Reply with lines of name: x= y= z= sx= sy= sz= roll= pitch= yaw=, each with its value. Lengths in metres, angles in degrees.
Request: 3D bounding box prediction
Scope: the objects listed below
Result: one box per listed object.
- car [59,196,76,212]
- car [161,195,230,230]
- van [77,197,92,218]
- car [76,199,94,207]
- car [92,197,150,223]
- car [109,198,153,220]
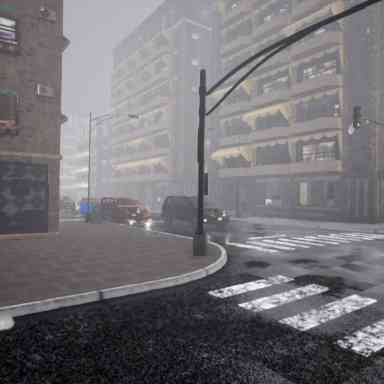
car: x=-15.234 y=1.368 z=39.094 sx=2.192 sy=1.841 sz=5.009 roll=1 pitch=-1 yaw=-35
car: x=0.046 y=1.249 z=21.846 sx=2.150 sy=2.045 sz=5.566 roll=1 pitch=-1 yaw=-36
van: x=-8.775 y=1.354 z=30.003 sx=1.690 sy=1.788 sz=3.998 roll=1 pitch=-1 yaw=-35
car: x=-18.504 y=1.867 z=57.290 sx=1.802 sy=1.307 sz=4.206 roll=1 pitch=-1 yaw=-35
car: x=-5.545 y=1.310 z=25.458 sx=2.192 sy=1.841 sz=5.009 roll=1 pitch=-1 yaw=-35
car: x=-5.524 y=1.410 z=29.693 sx=2.097 sy=1.767 sz=4.553 roll=1 pitch=-1 yaw=-35
